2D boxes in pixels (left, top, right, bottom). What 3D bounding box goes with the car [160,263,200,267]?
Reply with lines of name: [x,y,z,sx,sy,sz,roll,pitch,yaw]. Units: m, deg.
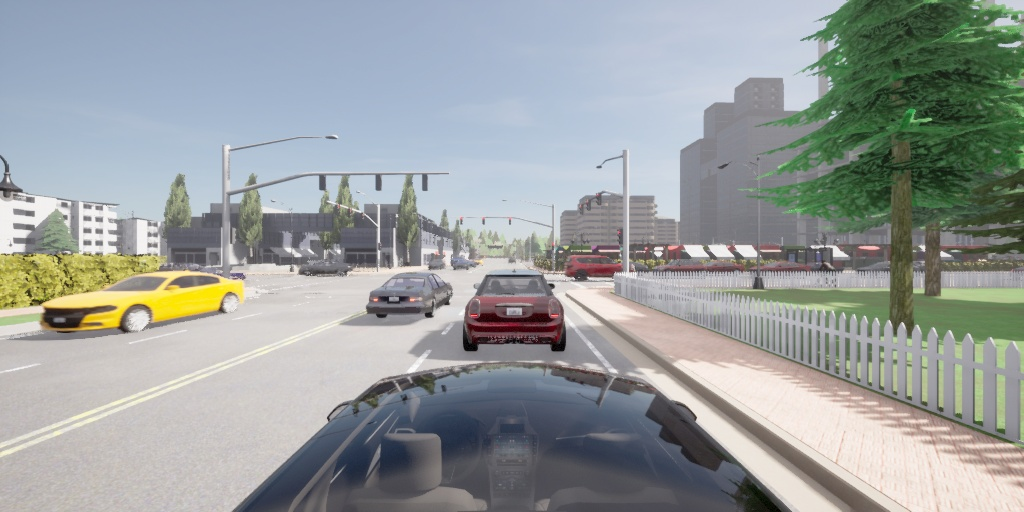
car: [-20.886,1.351,24.358,4.718,1.301,1.895,0,0,-1]

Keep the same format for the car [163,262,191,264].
car: [-25.396,1.242,27.753,4.902,1.511,2.128,0,0,-2]

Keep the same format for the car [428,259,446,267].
car: [-10.611,1.254,50.770,1.837,1.490,4.892,0,0,0]

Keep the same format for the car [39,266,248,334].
car: [-10.603,1.227,10.893,1.882,1.535,5.008,0,0,0]

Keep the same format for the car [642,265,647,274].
car: [11.223,1.276,35.750,4.674,1.442,1.812,0,0,-1]

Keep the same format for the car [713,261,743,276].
car: [20.548,1.228,36.006,5.008,1.535,1.882,0,0,-1]

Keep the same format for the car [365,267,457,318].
car: [-3.421,1.297,12.947,2.033,1.411,5.357,0,0,0]

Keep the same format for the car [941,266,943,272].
car: [40.671,1.242,36.480,4.902,1.511,2.128,0,0,-1]

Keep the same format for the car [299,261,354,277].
car: [-18.122,1.241,35.137,4.902,1.511,2.128,0,0,-8]

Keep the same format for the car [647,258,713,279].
car: [15.072,1.102,32.364,4.553,1.767,2.097,0,0,-1]

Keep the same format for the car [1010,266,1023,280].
car: [43.873,1.314,29.428,4.181,1.385,1.994,0,0,-3]

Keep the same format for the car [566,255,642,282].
car: [6.900,0.971,28.360,5.566,2.045,2.150,0,1,2]

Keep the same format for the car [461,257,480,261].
car: [-7.097,1.297,60.381,2.033,1.411,5.357,0,0,0]

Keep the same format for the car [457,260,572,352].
car: [0.062,1.102,9.112,2.097,1.767,4.553,0,0,0]

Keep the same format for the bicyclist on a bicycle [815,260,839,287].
bicyclist on a bicycle: [18.787,1.052,21.472,0.582,1.620,1.656,0,0,-1]

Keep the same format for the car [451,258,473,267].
car: [-7.111,1.314,51.118,1.994,1.385,4.181,0,0,0]

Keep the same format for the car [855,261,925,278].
car: [34.347,1.255,32.842,4.892,1.490,1.837,0,0,-1]

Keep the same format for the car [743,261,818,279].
car: [24.285,1.228,32.596,5.008,1.535,1.882,0,0,-1]

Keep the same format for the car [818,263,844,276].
car: [30.446,1.351,36.253,4.718,1.301,1.895,0,0,-1]
